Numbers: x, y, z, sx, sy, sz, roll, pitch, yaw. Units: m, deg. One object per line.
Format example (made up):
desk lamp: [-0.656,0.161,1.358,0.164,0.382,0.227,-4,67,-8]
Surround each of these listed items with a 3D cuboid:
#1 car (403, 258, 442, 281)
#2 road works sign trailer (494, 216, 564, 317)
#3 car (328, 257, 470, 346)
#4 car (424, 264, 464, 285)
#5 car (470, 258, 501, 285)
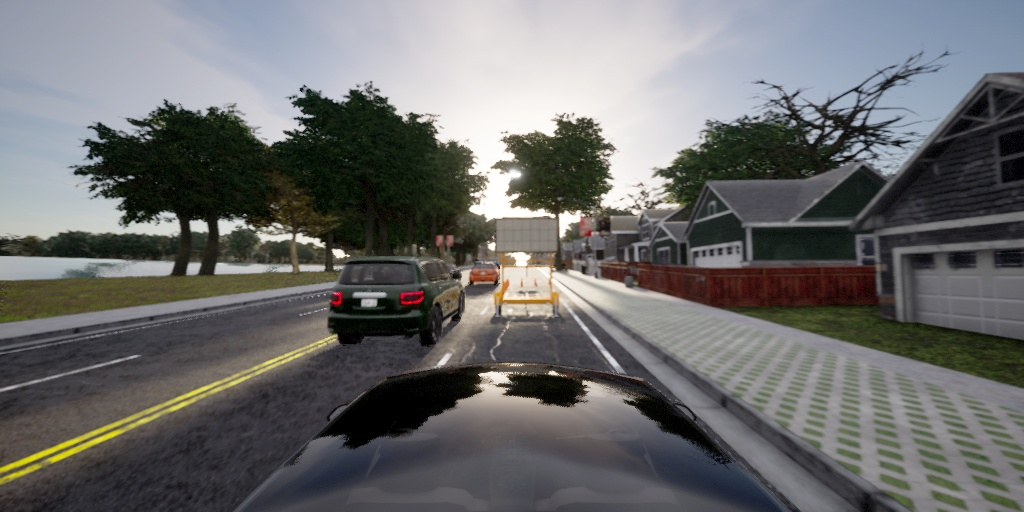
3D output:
car: [-8.430,1.217,34.267,2.150,2.045,5.566,0,0,2]
road works sign trailer: [0.574,0.287,13.624,2.380,3.560,2.880,0,0,3]
car: [-2.749,1.042,9.814,2.150,2.045,5.566,0,0,2]
car: [-5.391,1.438,29.059,2.128,1.511,4.902,0,0,2]
car: [-1.987,1.270,27.890,2.097,1.767,4.553,0,0,2]
